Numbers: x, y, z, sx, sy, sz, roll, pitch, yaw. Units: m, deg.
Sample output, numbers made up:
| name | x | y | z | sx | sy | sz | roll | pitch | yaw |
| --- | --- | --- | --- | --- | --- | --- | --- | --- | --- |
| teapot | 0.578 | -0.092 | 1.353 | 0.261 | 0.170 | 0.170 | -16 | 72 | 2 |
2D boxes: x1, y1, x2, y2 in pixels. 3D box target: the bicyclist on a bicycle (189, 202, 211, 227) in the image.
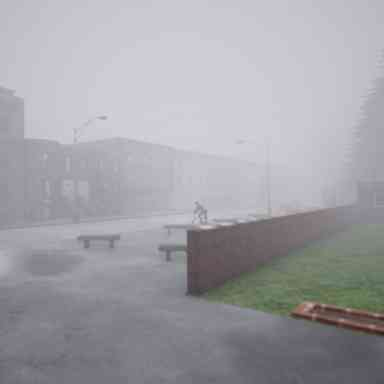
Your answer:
| name | x | y | z | sx | sy | sz | roll | pitch | yaw |
| --- | --- | --- | --- | --- | --- | --- | --- | --- | --- |
| bicyclist on a bicycle | 0.446 | 1.420 | 20.517 | 1.656 | 1.620 | 0.582 | -1 | 0 | 35 |

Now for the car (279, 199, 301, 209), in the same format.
| name | x | y | z | sx | sy | sz | roll | pitch | yaw |
| --- | --- | --- | --- | --- | --- | --- | --- | --- | --- |
| car | 13.663 | 1.635 | 46.249 | 1.812 | 1.442 | 4.674 | 0 | 0 | 35 |
